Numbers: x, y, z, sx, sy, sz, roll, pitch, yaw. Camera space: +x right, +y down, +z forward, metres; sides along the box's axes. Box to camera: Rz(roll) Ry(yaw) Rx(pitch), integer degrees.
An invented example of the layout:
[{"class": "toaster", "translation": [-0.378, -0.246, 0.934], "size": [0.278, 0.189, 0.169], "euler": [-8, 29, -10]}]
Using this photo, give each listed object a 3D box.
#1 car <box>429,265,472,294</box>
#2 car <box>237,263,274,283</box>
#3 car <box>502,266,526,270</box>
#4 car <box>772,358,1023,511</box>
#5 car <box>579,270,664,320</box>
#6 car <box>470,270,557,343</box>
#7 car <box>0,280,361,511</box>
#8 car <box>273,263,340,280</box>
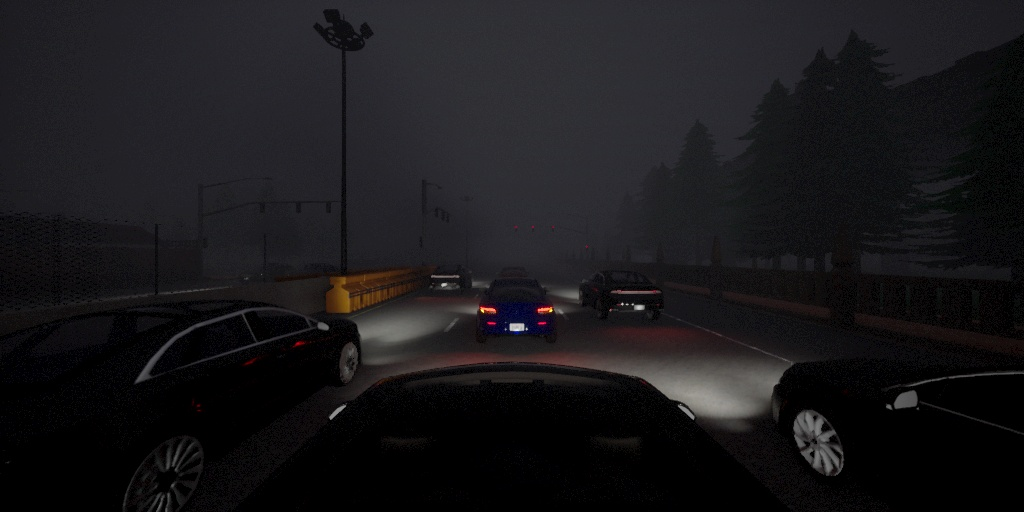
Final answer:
[{"class": "car", "translation": [-3.402, 1.241, 20.377], "size": [2.128, 1.511, 4.902], "euler": [0, 0, 0]}, {"class": "car", "translation": [-17.520, 1.243, 26.047], "size": [2.128, 1.511, 4.902], "euler": [0, 0, -1]}, {"class": "car", "translation": [0.097, 1.276, 19.464], "size": [1.812, 1.442, 4.674], "euler": [0, 0, 0]}, {"class": "car", "translation": [3.600, 1.253, 1.707], "size": [1.837, 1.490, 4.892], "euler": [0, -1, 0]}, {"class": "car", "translation": [3.599, 1.242, 12.558], "size": [2.128, 1.511, 4.902], "euler": [0, 0, 0]}, {"class": "car", "translation": [0.093, 1.276, 9.568], "size": [1.812, 1.442, 4.674], "euler": [0, 0, 0]}, {"class": "car", "translation": [-3.403, 1.242, 4.010], "size": [2.128, 1.511, 4.902], "euler": [0, 0, 0]}, {"class": "car", "translation": [-14.036, 1.242, 25.389], "size": [2.128, 1.511, 4.902], "euler": [0, 0, 1]}]
